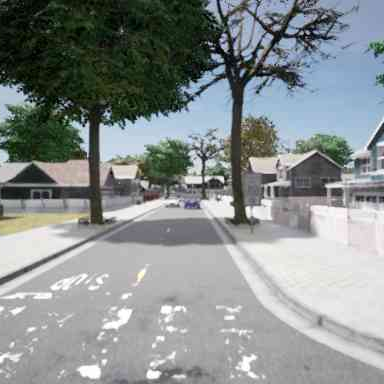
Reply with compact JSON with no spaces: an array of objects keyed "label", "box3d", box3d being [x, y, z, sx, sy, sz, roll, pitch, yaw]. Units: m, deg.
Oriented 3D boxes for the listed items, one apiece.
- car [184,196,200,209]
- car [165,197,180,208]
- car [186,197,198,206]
[{"label":"car","box3d":[0.005,1.292,43.603,2.097,1.767,4.553,0,0,0]},{"label":"car","box3d":[-2.745,1.460,47.421,1.812,1.442,4.674,0,0,0]},{"label":"car","box3d":[0.006,1.489,53.669,1.994,1.385,4.181,0,0,0]}]
